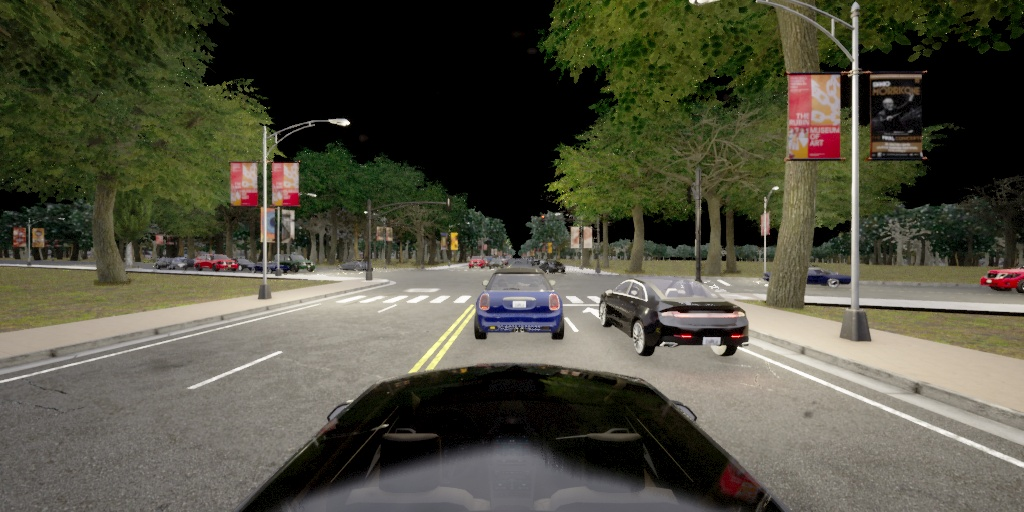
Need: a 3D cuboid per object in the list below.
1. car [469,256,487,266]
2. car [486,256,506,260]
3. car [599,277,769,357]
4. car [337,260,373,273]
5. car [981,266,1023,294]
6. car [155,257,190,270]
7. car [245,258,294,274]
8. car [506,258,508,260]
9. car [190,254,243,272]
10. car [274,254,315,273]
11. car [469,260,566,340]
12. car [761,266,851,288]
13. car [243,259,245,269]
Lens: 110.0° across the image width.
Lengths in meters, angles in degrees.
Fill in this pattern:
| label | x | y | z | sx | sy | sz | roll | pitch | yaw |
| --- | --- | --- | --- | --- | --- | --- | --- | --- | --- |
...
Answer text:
| label | x | y | z | sx | sy | sz | roll | pitch | yaw |
| --- | --- | --- | --- | --- | --- | --- | --- | --- | --- |
| car | -5.626 | 0.978 | 57.962 | 2.150 | 2.045 | 5.566 | 0 | 0 | 1 |
| car | -2.397 | 1.108 | 55.895 | 2.097 | 1.767 | 4.553 | 0 | 0 | 1 |
| car | 3.429 | 1.241 | 8.562 | 2.128 | 1.511 | 4.902 | 0 | 0 | 0 |
| car | -18.598 | 1.212 | 42.460 | 4.181 | 1.385 | 1.994 | 0 | 0 | 24 |
| car | 31.074 | 1.163 | 20.303 | 5.566 | 2.045 | 2.150 | 0 | 0 | 24 |
| car | -44.292 | 1.021 | 46.627 | 4.902 | 1.511 | 2.128 | 0 | 0 | 24 |
| car | -26.032 | 1.225 | 38.453 | 4.718 | 1.301 | 1.895 | 0 | 0 | 27 |
| car | -2.205 | 1.358 | 64.886 | 1.895 | 1.301 | 4.718 | 0 | 0 | 1 |
| car | -35.099 | 0.797 | 42.508 | 5.566 | 2.045 | 2.150 | 0 | 0 | 24 |
| car | -25.539 | 0.840 | 41.810 | 5.566 | 2.045 | 2.150 | 0 | 0 | 24 |
| car | 0.192 | 1.102 | 10.150 | 2.097 | 1.767 | 4.553 | 0 | 0 | 1 |
| car | 20.395 | 1.477 | 25.071 | 4.718 | 1.301 | 1.895 | 0 | 0 | 24 |
| car | -34.701 | 1.074 | 45.899 | 4.892 | 1.490 | 1.837 | 0 | 0 | 24 |
